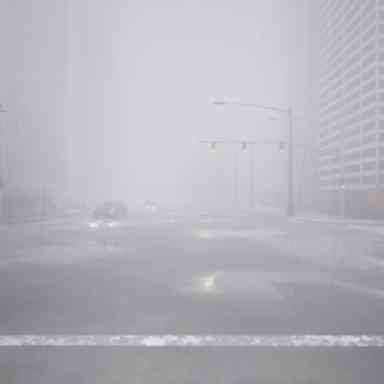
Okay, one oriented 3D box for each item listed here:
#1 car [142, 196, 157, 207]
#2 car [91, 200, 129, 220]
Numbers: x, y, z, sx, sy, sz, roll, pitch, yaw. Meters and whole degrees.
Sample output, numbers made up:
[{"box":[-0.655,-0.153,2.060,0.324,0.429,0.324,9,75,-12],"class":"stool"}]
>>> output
[{"box":[-7.036,1.840,56.402,1.994,1.385,4.181,0,0,0],"class":"car"},{"box":[-7.154,1.488,29.347,2.097,1.767,4.553,-1,0,6],"class":"car"}]
